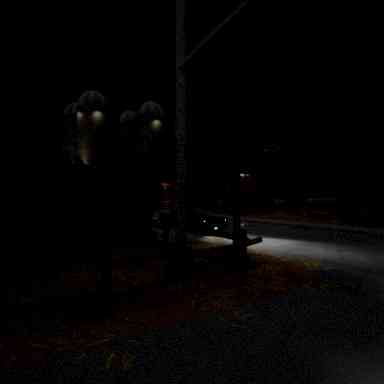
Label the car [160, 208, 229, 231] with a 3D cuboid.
[{"bbox_3d":[0.003,1.601,19.365,1.895,1.301,4.718,0,0,-35],"label":"car"}]
